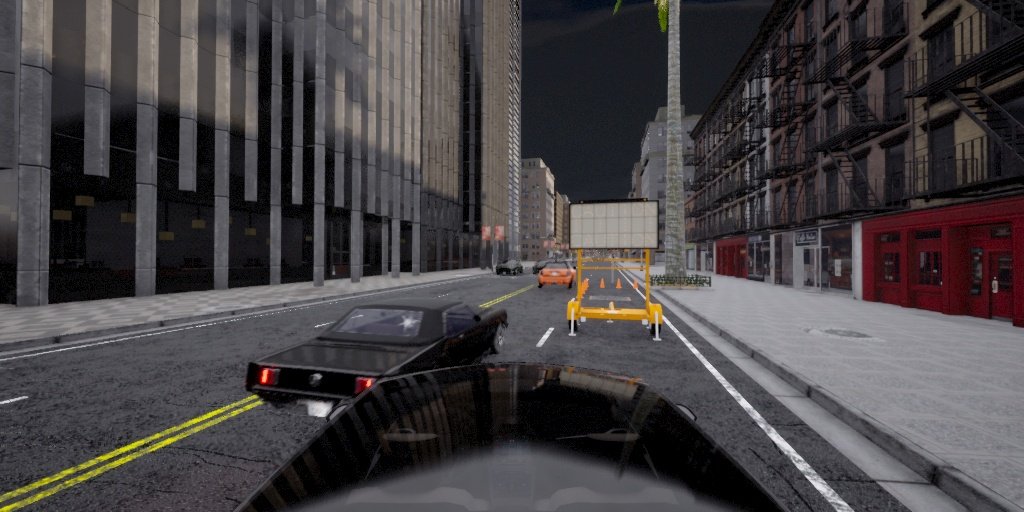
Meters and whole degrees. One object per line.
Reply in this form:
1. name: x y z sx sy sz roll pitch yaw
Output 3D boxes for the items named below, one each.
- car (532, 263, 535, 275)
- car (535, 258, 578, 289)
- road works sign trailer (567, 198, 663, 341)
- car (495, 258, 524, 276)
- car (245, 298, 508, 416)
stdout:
1. car: 3.565 1.103 39.056 2.097 1.767 4.553 0 0 15
2. car: 3.135 1.107 23.740 2.097 1.767 4.553 0 0 15
3. road works sign trailer: 2.833 0.217 10.105 2.380 3.560 2.880 0 0 15
4. car: -0.202 1.104 37.493 2.097 1.767 4.553 0 0 15
5. car: -1.485 1.351 5.972 1.895 1.301 4.718 0 0 14
